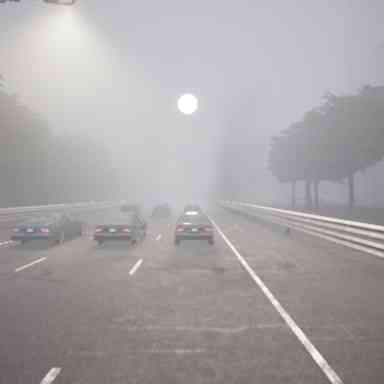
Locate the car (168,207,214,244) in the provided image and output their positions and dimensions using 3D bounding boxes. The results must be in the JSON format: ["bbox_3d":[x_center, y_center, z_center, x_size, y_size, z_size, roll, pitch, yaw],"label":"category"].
[{"bbox_3d":[0.086,1.715,16.851,2.033,1.411,5.357,0,-1,0],"label":"car"}]

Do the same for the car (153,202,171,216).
[{"bbox_3d":[-3.439,1.897,38.049,1.812,1.442,4.674,0,-1,0],"label":"car"}]

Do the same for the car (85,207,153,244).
[{"bbox_3d":[-3.415,1.715,16.728,2.033,1.411,5.357,0,-1,0],"label":"car"}]

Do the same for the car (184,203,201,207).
[{"bbox_3d":[0.061,1.930,37.619,1.994,1.385,4.181,0,-1,0],"label":"car"}]

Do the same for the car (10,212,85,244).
[{"bbox_3d":[-6.915,1.715,16.709,2.033,1.411,5.357,0,-1,0],"label":"car"}]

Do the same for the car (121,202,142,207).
[{"bbox_3d":[-6.939,1.852,38.365,1.882,1.535,5.008,0,-1,0],"label":"car"}]
